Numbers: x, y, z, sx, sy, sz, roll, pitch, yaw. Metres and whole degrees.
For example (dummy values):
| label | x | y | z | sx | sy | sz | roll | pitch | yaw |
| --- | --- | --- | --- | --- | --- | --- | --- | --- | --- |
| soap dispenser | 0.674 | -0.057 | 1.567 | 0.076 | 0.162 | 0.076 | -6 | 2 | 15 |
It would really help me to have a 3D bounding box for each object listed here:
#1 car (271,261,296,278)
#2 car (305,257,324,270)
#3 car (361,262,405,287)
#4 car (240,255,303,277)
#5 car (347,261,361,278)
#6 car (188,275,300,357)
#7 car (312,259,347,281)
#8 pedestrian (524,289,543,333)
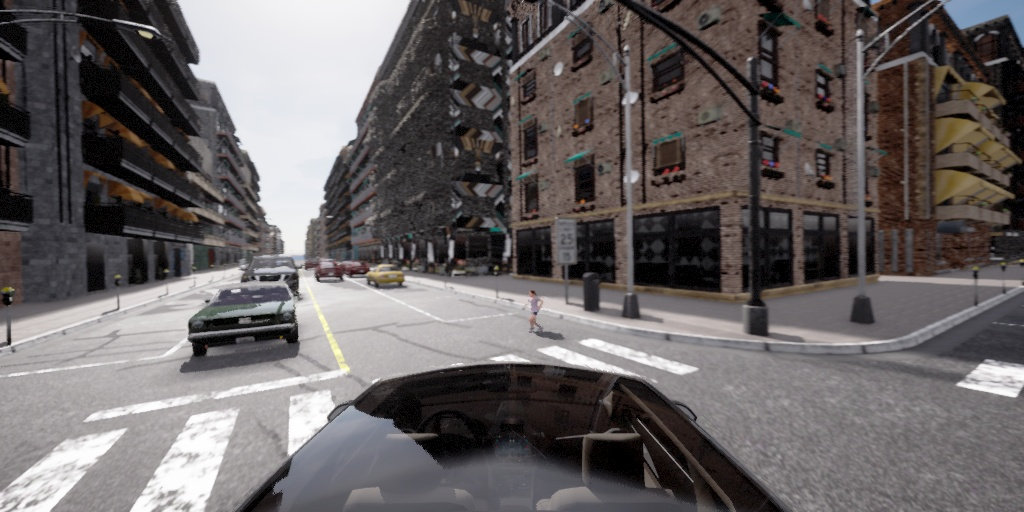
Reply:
| label | x | y | z | sx | sy | sz | roll | pitch | yaw |
| --- | --- | --- | --- | --- | --- | --- | --- | --- | --- |
| car | -22.191 | 1.243 | 34.970 | 1.837 | 1.490 | 4.892 | -1 | 1 | -31 |
| car | -28.035 | 1.023 | 50.650 | 2.097 | 1.767 | 4.553 | -1 | 1 | -31 |
| car | -8.156 | 1.147 | 22.965 | 1.751 | 1.417 | 4.829 | 0 | 0 | -31 |
| car | -11.635 | 0.973 | 17.507 | 2.150 | 2.045 | 5.566 | -1 | 1 | -31 |
| car | -13.948 | 1.159 | 32.495 | 1.888 | 1.381 | 4.507 | 0 | 0 | -31 |
| car | -6.501 | 1.369 | 9.069 | 1.895 | 1.301 | 4.718 | -1 | 1 | -31 |
| car | -14.827 | 1.197 | 28.950 | 1.812 | 1.442 | 4.674 | -1 | 1 | -31 |
| pedestrian | 0.559 | 1.321 | 8.779 | 0.500 | 1.100 | 0.500 | -1 | 1 | -31 |
